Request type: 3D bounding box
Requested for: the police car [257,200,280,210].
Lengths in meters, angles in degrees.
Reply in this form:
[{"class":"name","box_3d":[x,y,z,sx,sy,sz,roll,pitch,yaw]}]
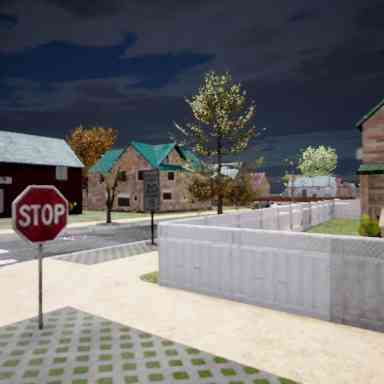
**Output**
[{"class":"police car","box_3d":[8.535,1.734,38.635,2.038,1.542,4.974,-1,-1,34]}]
